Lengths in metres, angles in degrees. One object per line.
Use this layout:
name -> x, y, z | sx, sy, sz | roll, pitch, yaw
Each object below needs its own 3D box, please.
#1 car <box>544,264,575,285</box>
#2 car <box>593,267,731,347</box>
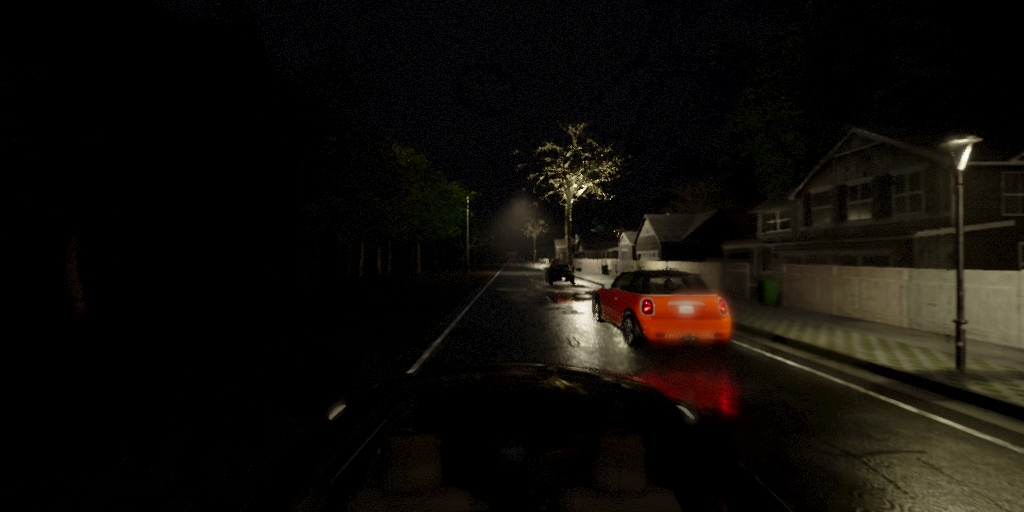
car -> 3.601, 1.343, 27.407 | 1.837, 1.490, 4.892 | 0, 0, 0
car -> 3.600, 1.128, 9.521 | 2.097, 1.767, 4.553 | 0, 0, 0
